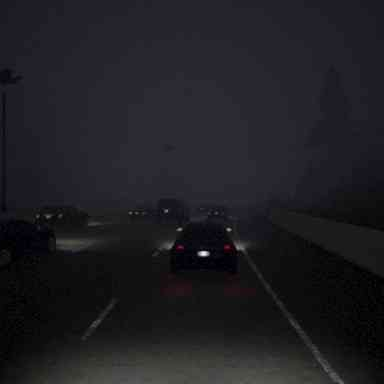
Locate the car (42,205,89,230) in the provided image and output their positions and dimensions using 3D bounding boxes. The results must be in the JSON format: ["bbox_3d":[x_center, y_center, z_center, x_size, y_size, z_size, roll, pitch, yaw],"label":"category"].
[{"bbox_3d":[-9.081,1.675,23.721,2.097,1.767,4.553,0,-1,6],"label":"car"}]

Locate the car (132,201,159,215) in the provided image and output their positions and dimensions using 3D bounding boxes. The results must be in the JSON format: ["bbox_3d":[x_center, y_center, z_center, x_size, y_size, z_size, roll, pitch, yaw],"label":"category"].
[{"bbox_3d":[-5.935,2.033,42.954,1.882,1.535,5.008,0,-1,12],"label":"car"}]

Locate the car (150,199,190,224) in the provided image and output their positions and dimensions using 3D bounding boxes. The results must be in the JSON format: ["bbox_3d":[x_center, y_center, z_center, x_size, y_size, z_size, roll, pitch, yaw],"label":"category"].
[{"bbox_3d":[-1.559,1.580,28.050,2.150,2.045,5.566,0,-1,8],"label":"car"}]

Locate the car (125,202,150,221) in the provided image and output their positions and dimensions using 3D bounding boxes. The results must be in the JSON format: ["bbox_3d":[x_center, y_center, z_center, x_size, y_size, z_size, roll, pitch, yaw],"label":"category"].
[{"bbox_3d":[-4.492,1.961,31.933,2.033,1.411,5.357,0,-1,9],"label":"car"}]

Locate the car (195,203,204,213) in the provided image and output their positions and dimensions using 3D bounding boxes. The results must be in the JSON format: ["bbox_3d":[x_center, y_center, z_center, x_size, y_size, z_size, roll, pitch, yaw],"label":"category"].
[{"bbox_3d":[1.804,2.130,45.460,1.994,1.385,4.181,0,-1,14],"label":"car"}]

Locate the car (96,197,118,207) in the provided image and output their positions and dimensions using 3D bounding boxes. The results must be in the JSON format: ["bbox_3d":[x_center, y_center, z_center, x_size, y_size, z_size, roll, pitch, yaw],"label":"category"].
[{"bbox_3d":[-18.890,2.210,74.427,2.150,2.045,5.566,0,-1,18],"label":"car"}]

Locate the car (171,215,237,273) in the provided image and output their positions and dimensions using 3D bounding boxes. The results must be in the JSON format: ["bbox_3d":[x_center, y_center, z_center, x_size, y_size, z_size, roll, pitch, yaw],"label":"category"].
[{"bbox_3d":[0.412,1.706,11.233,1.994,1.385,4.181,0,-1,3],"label":"car"}]

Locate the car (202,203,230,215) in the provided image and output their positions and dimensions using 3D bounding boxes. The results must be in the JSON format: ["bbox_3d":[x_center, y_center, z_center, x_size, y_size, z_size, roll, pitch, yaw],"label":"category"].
[{"bbox_3d":[2.558,1.939,31.704,2.033,1.411,5.357,0,-1,10],"label":"car"}]

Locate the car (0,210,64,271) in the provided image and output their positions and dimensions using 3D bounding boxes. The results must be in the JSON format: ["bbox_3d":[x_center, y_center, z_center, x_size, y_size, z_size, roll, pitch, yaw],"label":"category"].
[{"bbox_3d":[-6.579,1.643,11.630,1.882,1.535,5.008,0,0,3],"label":"car"}]
